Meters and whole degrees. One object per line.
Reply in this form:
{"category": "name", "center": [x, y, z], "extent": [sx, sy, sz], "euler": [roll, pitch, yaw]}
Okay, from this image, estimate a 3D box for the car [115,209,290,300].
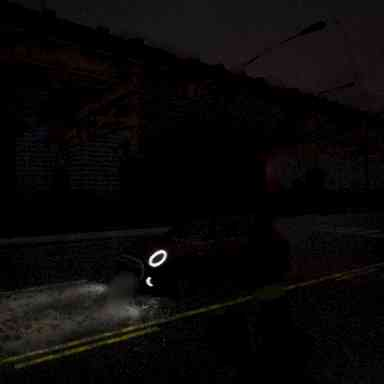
{"category": "car", "center": [0.386, 1.352, 8.512], "extent": [4.553, 1.767, 2.097], "euler": [0, 0, -35]}
